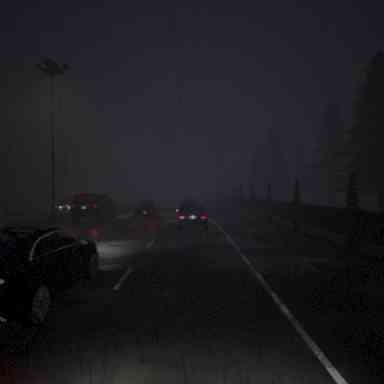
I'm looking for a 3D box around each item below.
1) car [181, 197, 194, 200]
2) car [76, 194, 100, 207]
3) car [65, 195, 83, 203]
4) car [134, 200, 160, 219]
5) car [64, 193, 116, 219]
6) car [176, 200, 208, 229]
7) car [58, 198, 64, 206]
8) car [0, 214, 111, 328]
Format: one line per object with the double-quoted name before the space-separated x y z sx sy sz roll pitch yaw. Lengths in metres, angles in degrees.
"car" -0.528 1.308 39.886 1.882 1.535 5.008 0 0 -1
"car" -14.897 1.150 47.902 2.097 1.767 4.553 0 0 -1
"car" -22.179 1.333 62.763 1.895 1.301 4.718 0 0 -1
"car" -3.717 1.407 27.942 1.812 1.442 4.674 0 0 -2
"car" -7.107 1.118 24.274 2.150 2.045 5.566 0 0 -2
"car" -0.018 1.458 21.096 2.033 1.411 5.357 0 0 -1
"car" -18.435 1.352 49.868 1.994 1.385 4.181 0 0 -1
"car" -3.400 1.462 6.900 2.128 1.511 4.902 0 0 0
